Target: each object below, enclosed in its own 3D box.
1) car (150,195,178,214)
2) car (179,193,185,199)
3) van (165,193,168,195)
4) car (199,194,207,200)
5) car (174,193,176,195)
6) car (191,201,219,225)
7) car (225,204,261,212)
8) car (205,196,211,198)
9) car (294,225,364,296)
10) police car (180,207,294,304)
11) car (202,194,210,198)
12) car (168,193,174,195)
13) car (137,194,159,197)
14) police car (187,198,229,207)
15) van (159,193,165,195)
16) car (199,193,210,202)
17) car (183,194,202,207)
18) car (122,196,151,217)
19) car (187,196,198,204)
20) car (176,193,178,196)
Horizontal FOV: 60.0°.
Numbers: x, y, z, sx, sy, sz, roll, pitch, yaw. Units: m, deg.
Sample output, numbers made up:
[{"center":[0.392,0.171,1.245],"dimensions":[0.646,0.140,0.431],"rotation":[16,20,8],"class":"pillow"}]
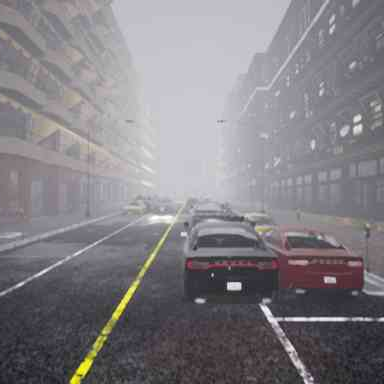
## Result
[{"center":[-2.780,1.371,33.315],"dimensions":[2.128,1.511,4.902],"rotation":[0,0,0],"class":"car"},{"center":[-2.555,1.155,95.601],"dimensions":[2.097,1.767,4.553],"rotation":[0,0,0],"class":"car"},{"center":[-5.184,1.174,52.794],"dimensions":[1.690,1.788,3.998],"rotation":[1,0,0],"class":"van"},{"center":[2.727,1.242,85.903],"dimensions":[1.967,1.590,4.097],"rotation":[1,0,0],"class":"car"},{"center":[-5.149,1.126,69.384],"dimensions":[2.192,1.841,5.009],"rotation":[1,0,0],"class":"car"},{"center":[0.874,1.433,24.146],"dimensions":[1.812,1.442,4.674],"rotation":[0,0,0],"class":"car"},{"center":[2.614,1.466,14.173],"dimensions":[1.752,1.417,4.829],"rotation":[1,0,0],"class":"car"},{"center":[2.658,1.422,36.125],"dimensions":[2.008,1.369,4.403],"rotation":[1,0,0],"class":"car"},{"center":[2.602,1.508,8.471],"dimensions":[1.887,1.381,4.507],"rotation":[1,0,0],"class":"car"},{"center":[0.729,1.389,8.252],"dimensions":[1.930,1.638,5.238],"rotation":[0,0,0],"class":"police car"},{"center":[2.692,1.378,52.717],"dimensions":[1.887,1.381,4.507],"rotation":[1,0,0],"class":"car"},{"center":[-5.161,1.132,63.854],"dimensions":[2.192,1.841,5.009],"rotation":[1,0,0],"class":"car"},{"center":[-5.216,1.186,36.203],"dimensions":[2.192,1.841,5.009],"rotation":[2,0,0],"class":"car"},{"center":[0.862,1.351,18.253],"dimensions":[1.930,1.638,5.238],"rotation":[0,0,0],"class":"police car"},{"center":[-5.194,1.184,47.262],"dimensions":[1.690,1.788,3.998],"rotation":[2,0,0],"class":"van"},{"center":[2.707,1.121,74.840],"dimensions":[2.192,1.841,5.009],"rotation":[1,0,0],"class":"car"},{"center":[0.101,1.351,45.587],"dimensions":[1.837,1.490,4.892],"rotation":[0,0,0],"class":"car"},{"center":[-5.233,1.413,30.502],"dimensions":[1.752,1.417,4.829],"rotation":[2,0,0],"class":"car"},{"center":[0.122,1.423,59.725],"dimensions":[1.895,1.301,4.718],"rotation":[0,0,0],"class":"car"},{"center":[-5.133,1.368,80.447],"dimensions":[1.947,1.339,4.313],"rotation":[1,0,0],"class":"car"}]
